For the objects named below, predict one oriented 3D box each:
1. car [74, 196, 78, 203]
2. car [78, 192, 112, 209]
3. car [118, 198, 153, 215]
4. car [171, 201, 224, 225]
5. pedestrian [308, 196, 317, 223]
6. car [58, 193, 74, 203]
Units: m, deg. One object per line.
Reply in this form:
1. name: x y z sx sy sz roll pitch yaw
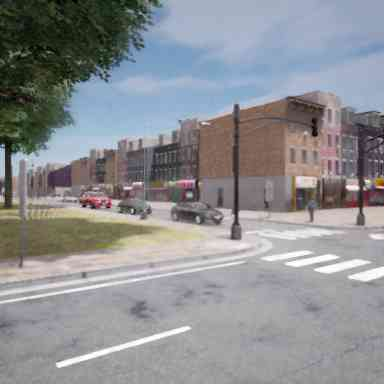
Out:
1. car: -16.194 1.222 52.016 2.128 1.511 4.902 0 0 -35
2. car: -11.734 1.003 40.686 2.150 2.045 5.566 0 0 -35
3. car: -5.533 1.363 31.954 1.837 1.490 4.892 0 0 -35
4. car: 0.293 1.455 23.762 1.837 1.490 4.892 0 1 -35
5. pedestrian: 8.195 1.161 22.768 0.375 1.860 0.375 1 -1 -35
6. car: -22.273 1.302 60.547 1.895 1.301 4.718 0 0 -35
